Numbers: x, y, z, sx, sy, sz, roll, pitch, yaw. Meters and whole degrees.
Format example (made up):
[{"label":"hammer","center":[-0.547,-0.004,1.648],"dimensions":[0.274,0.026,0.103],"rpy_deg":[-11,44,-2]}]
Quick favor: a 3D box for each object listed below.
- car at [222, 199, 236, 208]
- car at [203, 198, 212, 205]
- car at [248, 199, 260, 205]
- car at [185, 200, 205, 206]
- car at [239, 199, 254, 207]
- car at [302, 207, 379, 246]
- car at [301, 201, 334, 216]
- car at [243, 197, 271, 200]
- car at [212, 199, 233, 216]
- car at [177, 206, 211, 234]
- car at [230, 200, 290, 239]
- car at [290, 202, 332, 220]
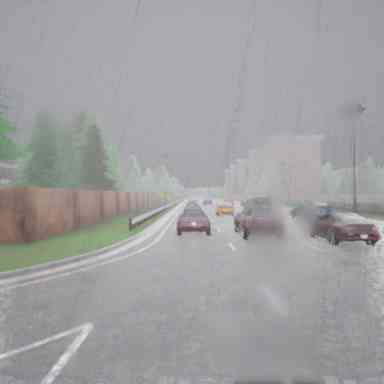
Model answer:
[{"label":"car","center":[7.011,2.123,63.665],"dimensions":[2.128,1.511,4.902],"rpy_deg":[0,0,0]},{"label":"car","center":[3.498,2.099,75.019],"dimensions":[2.097,1.767,4.553],"rpy_deg":[0,-1,0]},{"label":"car","center":[13.995,2.300,75.495],"dimensions":[1.994,1.385,4.181],"rpy_deg":[0,-1,0]},{"label":"car","center":[0.105,1.931,36.968],"dimensions":[1.994,1.385,4.181],"rpy_deg":[0,-1,0]},{"label":"car","center":[10.509,2.128,64.213],"dimensions":[2.128,1.511,4.902],"rpy_deg":[0,-1,0]},{"label":"car","center":[7.102,1.685,16.015],"dimensions":[1.812,1.442,4.674],"rpy_deg":[0,-1,0]},{"label":"car","center":[14.105,1.850,37.726],"dimensions":[1.882,1.535,5.008],"rpy_deg":[0,-1,0]},{"label":"car","center":[7.105,1.571,35.300],"dimensions":[2.150,2.045,5.566],"rpy_deg":[0,-1,0]},{"label":"car","center":[3.606,1.852,37.727],"dimensions":[1.882,1.535,5.008],"rpy_deg":[0,-1,0]},{"label":"car","center":[0.102,1.769,20.549],"dimensions":[1.994,1.385,4.181],"rpy_deg":[0,-1,0]},{"label":"car","center":[3.602,1.536,18.512],"dimensions":[2.097,1.767,4.553],"rpy_deg":[0,-1,0]},{"label":"car","center":[10.605,1.851,30.690],"dimensions":[2.033,1.411,5.357],"rpy_deg":[0,-1,0]}]
